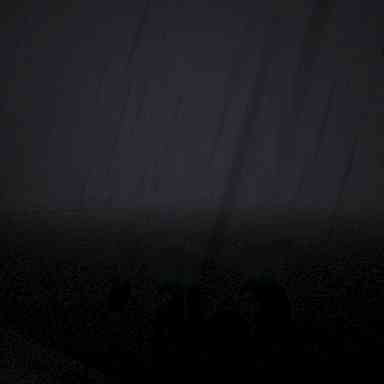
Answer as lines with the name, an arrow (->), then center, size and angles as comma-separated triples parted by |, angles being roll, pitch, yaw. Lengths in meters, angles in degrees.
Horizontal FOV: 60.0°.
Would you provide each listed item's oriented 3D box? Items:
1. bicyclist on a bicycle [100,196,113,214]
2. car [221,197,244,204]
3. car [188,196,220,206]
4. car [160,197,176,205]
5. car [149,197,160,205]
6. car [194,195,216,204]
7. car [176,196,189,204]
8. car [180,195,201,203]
bicyclist on a bicycle -> -8.062, 1.154, 31.742 | 1.656, 1.620, 0.582 | 33, 17, 27
car -> 7.952, 1.598, 62.253 | 1.895, 1.301, 4.718 | 0, 0, 35
car -> 1.990, 1.475, 53.634 | 1.882, 1.535, 5.008 | 0, 0, 35
car -> -3.025, 1.561, 58.659 | 1.994, 1.385, 4.181 | 0, 0, 35
car -> -5.855, 1.560, 60.712 | 1.994, 1.385, 4.181 | 0, 0, 35
car -> 2.668, 1.474, 66.914 | 1.882, 1.535, 5.008 | 0, 0, 35
car -> -0.152, 1.561, 56.662 | 1.994, 1.385, 4.181 | 0, 0, 35
car -> -0.202, 1.474, 68.917 | 1.882, 1.535, 5.008 | 0, 0, 35
